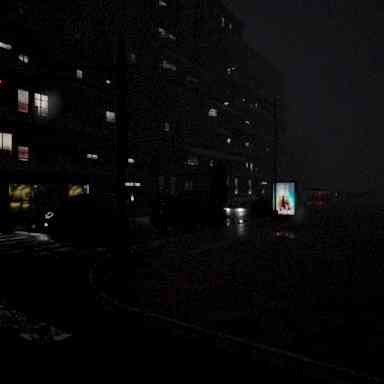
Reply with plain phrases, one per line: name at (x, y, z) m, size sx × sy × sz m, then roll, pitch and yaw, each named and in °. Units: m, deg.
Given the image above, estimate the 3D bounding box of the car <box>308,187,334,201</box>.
car at (18.863, 0.233, 49.271) m, size 2.150 × 2.045 × 5.566 m, roll 0°, pitch 1°, yaw 35°

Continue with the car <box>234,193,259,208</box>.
car at (5.587, 0.884, 35.894) m, size 1.812 × 1.442 × 4.674 m, roll 0°, pitch 1°, yaw 35°

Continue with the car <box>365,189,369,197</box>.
car at (31.763, 0.098, 63.113) m, size 1.967 × 1.590 × 4.097 m, roll 1°, pitch 2°, yaw 35°

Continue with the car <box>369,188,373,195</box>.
car at (34.949, 0.096, 67.657) m, size 1.887 × 1.381 × 4.507 m, roll 1°, pitch 2°, yaw 35°

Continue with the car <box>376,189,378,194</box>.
car at (44.506, -0.221, 81.280) m, size 2.008 × 1.369 × 4.403 m, roll 1°, pitch 2°, yaw 35°

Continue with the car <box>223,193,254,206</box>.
car at (5.748, 0.828, 40.630) m, size 2.008 × 1.369 × 4.403 m, roll 2°, pitch 2°, yaw 35°

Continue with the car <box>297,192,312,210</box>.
car at (9.460, 0.964, 31.331) m, size 1.947 × 1.339 × 4.313 m, roll 1°, pitch 2°, yaw 35°

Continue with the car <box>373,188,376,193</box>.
car at (38.135, -0.012, 72.198) m, size 1.887 × 1.381 × 4.507 m, roll 1°, pitch 2°, yaw 35°

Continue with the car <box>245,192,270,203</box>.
car at (8.933, 0.754, 45.170) m, size 1.802 × 1.307 × 4.206 m, roll 2°, pitch 2°, yaw 35°

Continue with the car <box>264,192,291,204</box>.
car at (11.406, 0.731, 44.135) m, size 1.994 × 1.385 × 4.181 m, roll 0°, pitch 1°, yaw 36°

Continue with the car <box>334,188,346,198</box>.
car at (25.045, 0.406, 58.080) m, size 1.895 × 1.301 × 4.718 m, roll 0°, pitch 1°, yaw 35°

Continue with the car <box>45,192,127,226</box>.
car at (-6.991, 1.009, 22.464) m, size 2.192 × 1.841 × 5.009 m, roll 1°, pitch 2°, yaw 35°

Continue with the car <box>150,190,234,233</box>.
car at (-0.097, 1.026, 17.701) m, size 2.192 × 1.841 × 5.009 m, roll 1°, pitch 2°, yaw 35°

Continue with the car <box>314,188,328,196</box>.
car at (28.046, -0.025, 72.406) m, size 1.967 × 1.590 × 4.097 m, roll 2°, pitch 2°, yaw 35°

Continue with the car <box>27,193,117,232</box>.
car at (-6.647, 1.108, 18.477) m, size 2.097 × 1.767 × 4.553 m, roll 0°, pitch 1°, yaw 35°

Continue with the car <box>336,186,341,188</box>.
car at (34.417, -0.239, 81.486) m, size 1.967 × 1.590 × 4.097 m, roll 2°, pitch 2°, yaw 35°

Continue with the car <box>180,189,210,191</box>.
car at (-0.111, 0.767, 27.786) m, size 2.150 × 2.045 × 5.566 m, roll 0°, pitch 1°, yaw 36°

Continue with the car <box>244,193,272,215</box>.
car at (6.274, 1.069, 26.789) m, size 1.947 × 1.339 × 4.313 m, roll 1°, pitch 2°, yaw 35°

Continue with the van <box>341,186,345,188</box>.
van at (37.603, -0.446, 86.023) m, size 1.690 × 1.788 × 3.998 m, roll 2°, pitch 2°, yaw 35°

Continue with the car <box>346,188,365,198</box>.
car at (28.577, 0.309, 58.576) m, size 1.887 × 1.381 × 4.507 m, roll 1°, pitch 2°, yaw 35°
